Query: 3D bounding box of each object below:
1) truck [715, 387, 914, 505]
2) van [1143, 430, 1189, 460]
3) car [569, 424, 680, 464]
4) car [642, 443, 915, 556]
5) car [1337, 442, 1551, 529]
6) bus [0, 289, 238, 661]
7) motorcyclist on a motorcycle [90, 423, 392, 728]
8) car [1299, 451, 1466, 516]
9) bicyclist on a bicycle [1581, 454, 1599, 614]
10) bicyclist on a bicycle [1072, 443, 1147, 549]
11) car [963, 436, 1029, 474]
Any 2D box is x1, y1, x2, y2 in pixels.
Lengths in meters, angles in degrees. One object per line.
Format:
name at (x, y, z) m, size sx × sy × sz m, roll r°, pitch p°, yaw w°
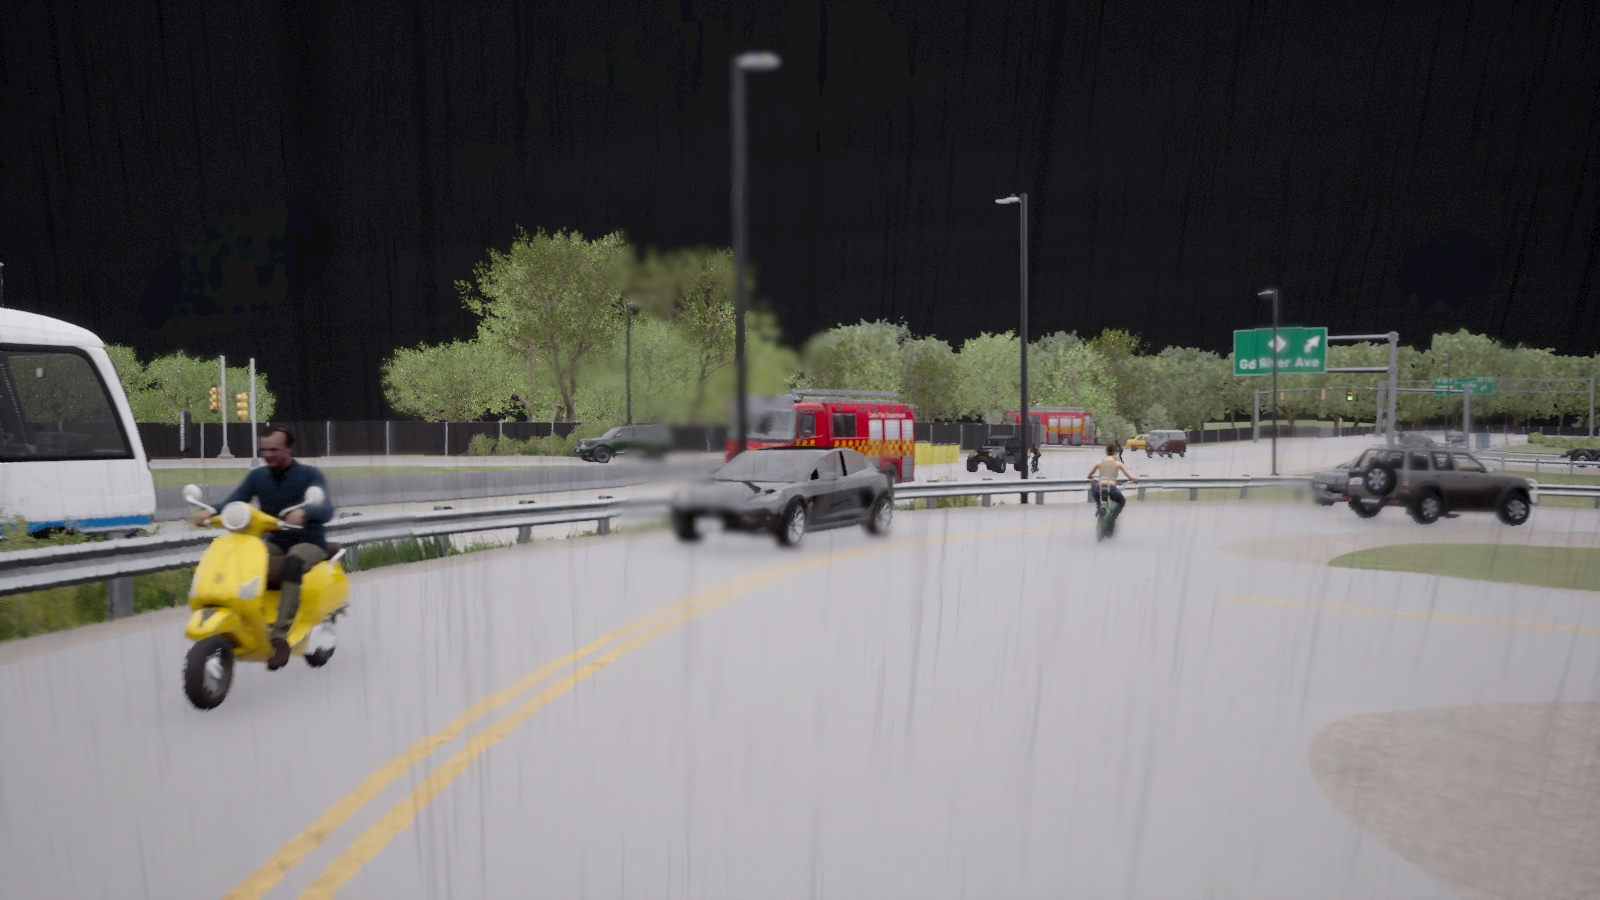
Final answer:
truck at (0.733, -0.236, 44.937) m, size 2.891 × 3.827 × 8.468 m, roll 1°, pitch 2°, yaw 34°
van at (25.650, -0.365, 87.952) m, size 1.775 × 1.987 × 4.442 m, roll 1°, pitch 2°, yaw 34°
car at (-9.558, -0.340, 68.423) m, size 5.566 × 2.045 × 2.150 m, roll 0°, pitch 2°, yaw -31°
car at (-0.159, 0.667, 19.463) m, size 2.163 × 1.488 × 4.792 m, roll 1°, pitch 0°, yaw 28°
car at (15.223, 0.835, 29.680) m, size 4.605 × 1.855 × 1.932 m, roll 2°, pitch 1°, yaw -23°
bus at (-12.035, 0.295, 13.617) m, size 3.944 × 4.253 × 10.273 m, roll 1°, pitch 2°, yaw 34°
motorcyclist on a motorcycle at (-3.240, 0.650, 7.507) m, size 0.866 × 1.590 × 1.817 m, roll 1°, pitch 1°, yaw 5°
car at (15.729, 0.893, 33.969) m, size 3.705 × 1.549 × 1.789 m, roll 2°, pitch 2°, yaw -12°
bicyclist on a bicycle at (8.842, 0.875, 12.714) m, size 1.509 × 1.612 × 0.866 m, roll 2°, pitch 1°, yaw 34°
bicyclist on a bicycle at (5.031, 0.713, 20.354) m, size 0.866 × 1.612 × 1.509 m, roll 3°, pitch 1°, yaw 24°
car at (10.206, 0.225, 65.181) m, size 1.905 × 1.878 × 3.866 m, roll 1°, pitch 2°, yaw 34°
